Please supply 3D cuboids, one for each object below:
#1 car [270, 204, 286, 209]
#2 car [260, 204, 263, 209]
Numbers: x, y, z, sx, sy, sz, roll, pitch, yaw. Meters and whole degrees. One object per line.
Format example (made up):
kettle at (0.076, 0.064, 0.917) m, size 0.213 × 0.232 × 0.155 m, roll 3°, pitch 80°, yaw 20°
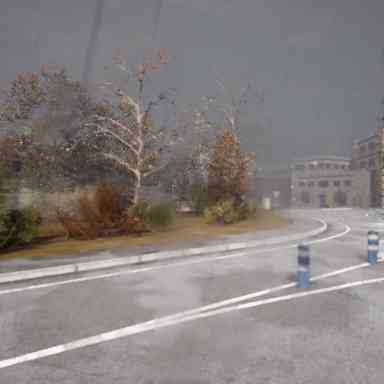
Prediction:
car at (19.870, 3.522, 77.953) m, size 2.002 × 1.452 × 4.674 m, roll 3°, pitch -5°, yaw -28°
car at (17.291, 3.841, 82.796) m, size 2.163 × 1.488 × 4.792 m, roll 1°, pitch -4°, yaw -28°
